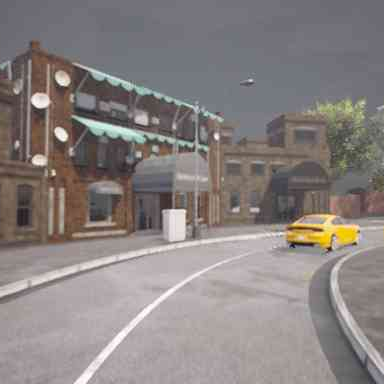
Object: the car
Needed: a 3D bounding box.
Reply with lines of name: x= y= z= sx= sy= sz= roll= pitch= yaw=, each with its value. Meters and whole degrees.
car: x=6.192 y=1.786 z=15.379 sx=1.882 sy=1.535 sz=5.008 roll=-3 pitch=-4 yaw=44
